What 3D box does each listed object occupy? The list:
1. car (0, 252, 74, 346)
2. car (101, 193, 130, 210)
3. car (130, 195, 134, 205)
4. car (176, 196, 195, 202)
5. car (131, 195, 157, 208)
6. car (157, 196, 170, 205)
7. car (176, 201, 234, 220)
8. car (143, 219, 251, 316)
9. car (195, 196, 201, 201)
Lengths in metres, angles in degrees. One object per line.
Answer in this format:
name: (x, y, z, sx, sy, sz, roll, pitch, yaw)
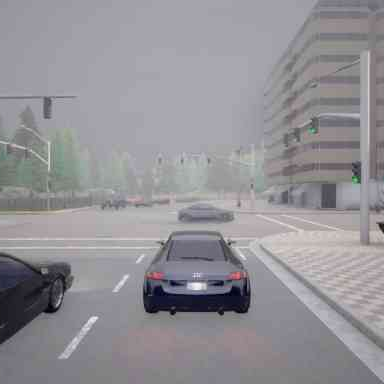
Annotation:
car: (-3.426, 1.547, 4.599, 2.033, 1.411, 5.357, 0, 0, 0)
car: (-10.404, 1.221, 44.430, 2.150, 2.045, 5.566, 0, 0, 2)
car: (-9.582, 1.352, 53.863, 2.097, 1.767, 4.553, 0, 0, 8)
car: (-1.674, 1.564, 67.249, 1.994, 1.385, 4.181, 0, 0, 28)
car: (-6.828, 1.547, 48.088, 2.033, 1.411, 5.357, 0, 0, 2)
car: (-5.360, 1.478, 57.957, 1.882, 1.535, 5.008, 0, 0, 15)
car: (0.977, 1.575, 24.501, 4.181, 1.385, 1.994, 0, 0, 0)
car: (0.094, 1.564, 7.632, 1.994, 1.385, 4.181, 0, 0, 0)
car: (-0.118, 1.540, 75.816, 2.033, 1.411, 5.357, 0, 0, 38)
